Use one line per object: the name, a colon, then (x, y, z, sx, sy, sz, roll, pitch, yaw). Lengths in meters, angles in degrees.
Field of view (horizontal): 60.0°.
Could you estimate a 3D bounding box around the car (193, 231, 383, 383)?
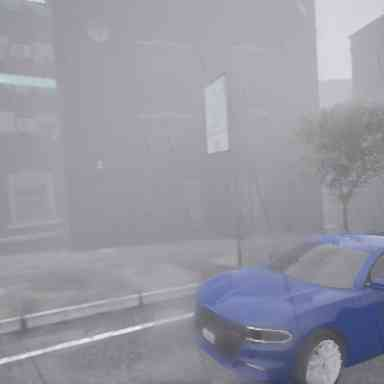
car: (2.409, 1.419, 5.118, 5.008, 1.535, 1.882, 0, 1, -28)
